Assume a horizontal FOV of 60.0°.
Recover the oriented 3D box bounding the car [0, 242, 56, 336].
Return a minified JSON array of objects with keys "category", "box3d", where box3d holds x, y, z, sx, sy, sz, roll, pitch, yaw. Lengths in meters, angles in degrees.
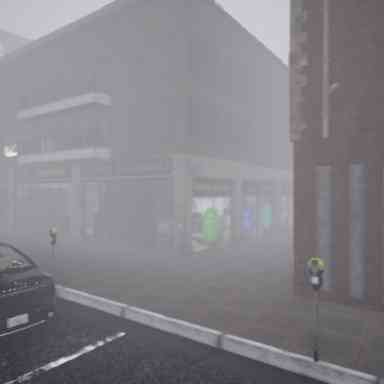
[{"category":"car","box3d":[-4.167,1.527,5.851,4.403,1.369,2.008,0,0,36]}]
